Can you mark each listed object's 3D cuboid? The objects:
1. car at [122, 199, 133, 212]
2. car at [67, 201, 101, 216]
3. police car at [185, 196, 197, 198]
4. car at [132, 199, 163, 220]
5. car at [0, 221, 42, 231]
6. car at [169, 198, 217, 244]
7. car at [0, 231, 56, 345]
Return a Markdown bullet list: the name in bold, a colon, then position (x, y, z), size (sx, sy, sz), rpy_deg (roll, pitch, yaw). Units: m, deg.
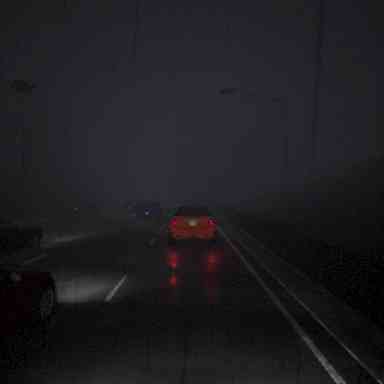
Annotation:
- **car**: position (-7.091, 1.555, 39.895), size (1.812, 1.442, 4.674), rpy_deg (0, 0, 0)
- **car**: position (-10.553, 1.586, 32.682), size (2.033, 1.411, 5.357), rpy_deg (0, 0, 0)
- **police car**: position (-0.144, 1.435, 49.837), size (1.930, 1.638, 5.238), rpy_deg (0, 0, 0)
- **car**: position (-3.530, 1.494, 28.444), size (1.882, 1.535, 5.008), rpy_deg (0, 0, 0)
- **car**: position (-6.912, 1.624, 11.341), size (1.895, 1.301, 4.718), rpy_deg (0, 0, 0)
- **car**: position (0.032, 1.354, 16.080), size (2.097, 1.767, 4.553), rpy_deg (0, 0, 0)
- **car**: position (-3.397, 1.537, 4.208), size (1.812, 1.442, 4.674), rpy_deg (0, 0, 0)
